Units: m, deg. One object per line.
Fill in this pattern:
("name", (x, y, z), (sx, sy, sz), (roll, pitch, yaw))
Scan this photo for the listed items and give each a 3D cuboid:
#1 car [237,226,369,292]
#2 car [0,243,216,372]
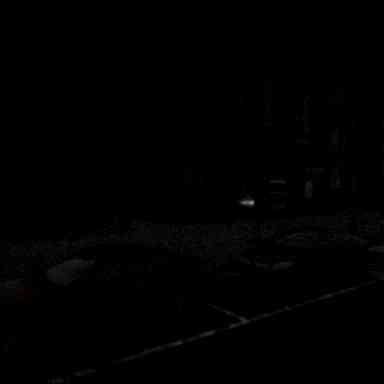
("car", (3.106, 1.587, 8.860), (4.206, 1.307, 1.802), (0, 0, -35))
("car", (-1.483, 1.583, 5.587), (4.206, 1.307, 1.802), (0, 0, -35))
